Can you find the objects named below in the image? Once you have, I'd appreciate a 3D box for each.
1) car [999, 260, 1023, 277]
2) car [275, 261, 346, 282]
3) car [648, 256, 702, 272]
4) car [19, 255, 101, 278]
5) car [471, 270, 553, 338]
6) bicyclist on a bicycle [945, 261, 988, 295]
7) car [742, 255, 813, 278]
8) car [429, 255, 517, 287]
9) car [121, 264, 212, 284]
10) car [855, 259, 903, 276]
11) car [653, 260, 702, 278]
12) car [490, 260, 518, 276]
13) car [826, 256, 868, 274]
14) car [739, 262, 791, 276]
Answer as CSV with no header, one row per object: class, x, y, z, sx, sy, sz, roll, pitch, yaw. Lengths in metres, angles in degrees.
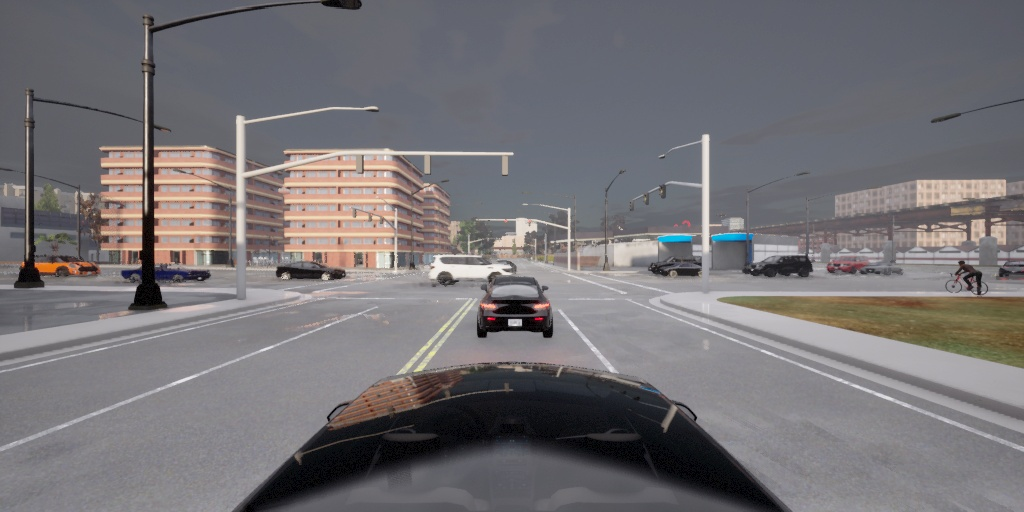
car,47.797,1.241,33.834,4.902,1.511,2.128,0,0,-30
car,-15.621,1.155,27.957,5.008,1.535,1.882,1,0,1
car,17.194,0.971,37.399,5.566,2.045,2.150,0,0,1
car,-35.589,0.743,28.335,4.553,1.767,2.097,1,0,1
car,0.075,1.276,10.079,1.812,1.442,4.674,0,0,0
bicyclist on a bicycle,21.913,1.050,17.313,0.582,1.620,1.656,0,0,0
car,25.457,0.971,34.094,5.566,2.045,2.150,0,0,-5
car,-2.675,0.938,23.889,5.566,2.045,2.150,0,0,4
car,-23.582,1.187,24.606,4.718,1.301,1.895,1,0,1
car,38.072,1.314,36.990,4.181,1.385,1.994,0,0,-22
car,16.105,1.314,33.965,4.181,1.385,1.994,0,0,0
car,-0.793,1.231,38.810,1.837,1.490,4.892,1,0,14
car,38.379,0.972,40.824,5.566,2.045,2.150,0,0,-25
car,26.594,1.314,37.752,4.181,1.385,1.994,0,0,-8
